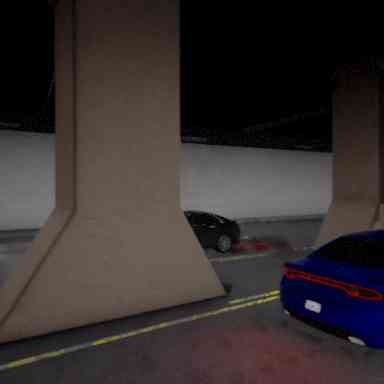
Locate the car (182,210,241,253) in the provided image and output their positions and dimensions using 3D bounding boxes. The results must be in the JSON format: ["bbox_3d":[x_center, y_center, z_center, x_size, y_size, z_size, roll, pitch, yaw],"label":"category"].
[{"bbox_3d":[-0.519,1.424,11.738,4.892,1.490,1.837,0,0,-31],"label":"car"}]

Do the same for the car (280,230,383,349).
[{"bbox_3d":[3.806,1.424,5.917,5.008,1.535,1.882,0,0,-31],"label":"car"}]
